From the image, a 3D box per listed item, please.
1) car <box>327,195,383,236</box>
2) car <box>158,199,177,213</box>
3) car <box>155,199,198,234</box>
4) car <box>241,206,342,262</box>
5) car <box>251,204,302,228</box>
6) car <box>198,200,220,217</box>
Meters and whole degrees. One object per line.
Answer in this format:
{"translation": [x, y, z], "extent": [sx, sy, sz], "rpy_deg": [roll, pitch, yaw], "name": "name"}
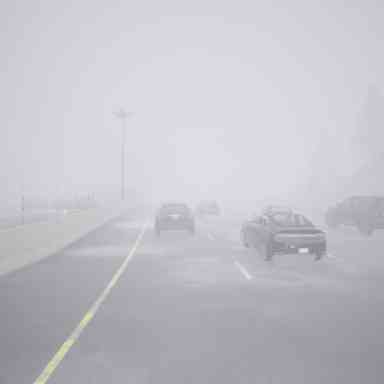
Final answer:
{"translation": [9.593, 1.199, 18.423], "extent": [2.150, 2.045, 5.566], "rpy_deg": [0, 0, -5], "name": "car"}
{"translation": [-2.881, 1.553, 38.266], "extent": [2.033, 1.411, 5.357], "rpy_deg": [0, 0, -6], "name": "car"}
{"translation": [-1.051, 1.354, 19.395], "extent": [2.097, 1.767, 4.553], "rpy_deg": [0, 0, -5], "name": "car"}
{"translation": [3.068, 1.484, 12.036], "extent": [2.128, 1.511, 4.902], "rpy_deg": [0, 0, -4], "name": "car"}
{"translation": [5.663, 1.587, 22.918], "extent": [1.895, 1.301, 4.718], "rpy_deg": [0, 0, -5], "name": "car"}
{"translation": [1.383, 1.488, 30.708], "extent": [2.128, 1.511, 4.902], "rpy_deg": [0, 0, -6], "name": "car"}
